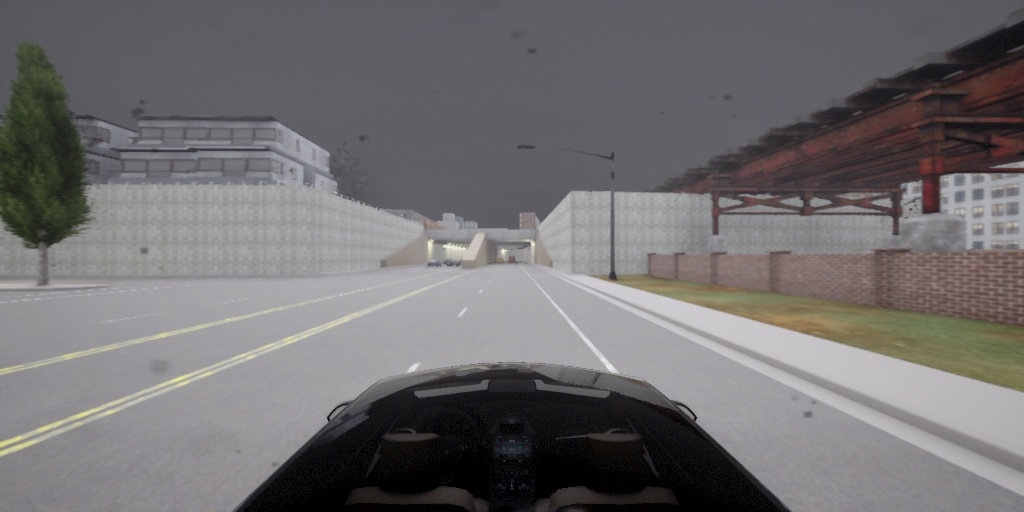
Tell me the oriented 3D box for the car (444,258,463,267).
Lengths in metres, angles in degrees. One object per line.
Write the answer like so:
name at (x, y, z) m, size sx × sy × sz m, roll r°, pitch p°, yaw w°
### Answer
car at (-10.496, 1.307, 64.612) m, size 1.994 × 1.385 × 4.181 m, roll 0°, pitch 0°, yaw 0°
